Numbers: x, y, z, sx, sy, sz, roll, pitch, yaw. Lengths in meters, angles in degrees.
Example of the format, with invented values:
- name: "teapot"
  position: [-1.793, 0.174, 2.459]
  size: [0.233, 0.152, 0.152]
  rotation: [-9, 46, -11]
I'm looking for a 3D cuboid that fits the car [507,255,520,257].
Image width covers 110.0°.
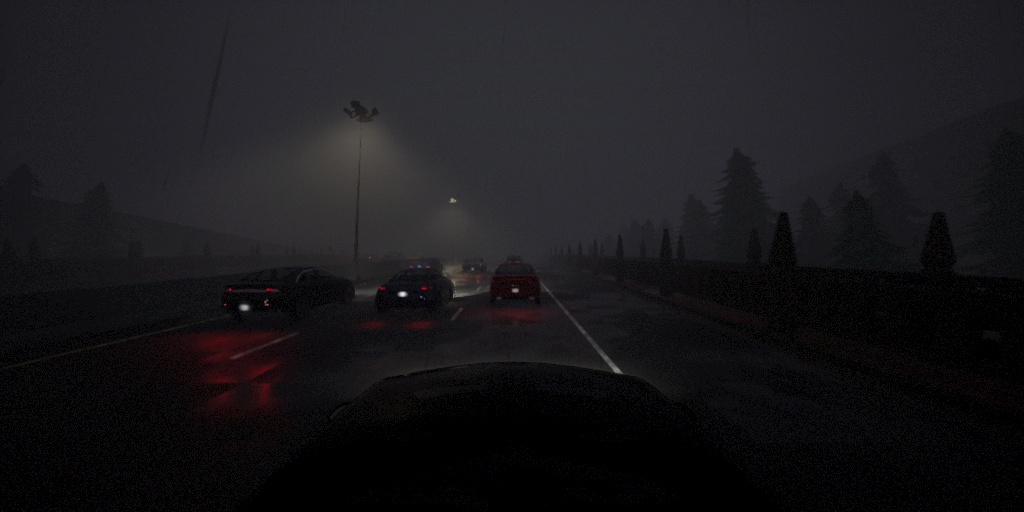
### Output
- name: "car"
  position: [0.151, 0.654, 34.975]
  size: [1.837, 1.490, 4.892]
  rotation: [0, 1, 0]

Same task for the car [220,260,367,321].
- name: "car"
  position: [-6.884, 1.073, 11.658]
  size: [2.128, 1.511, 4.902]
  rotation: [0, 1, 0]

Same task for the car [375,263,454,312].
- name: "car"
  position: [-3.381, 1.115, 13.103]
  size: [1.994, 1.385, 4.181]
  rotation: [0, 1, 0]

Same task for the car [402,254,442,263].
- name: "car"
  position: [-6.858, 0.812, 29.029]
  size: [2.033, 1.411, 5.357]
  rotation: [0, 1, 0]

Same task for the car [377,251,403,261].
- name: "car"
  position: [-17.424, 0.203, 52.904]
  size: [2.150, 2.045, 5.566]
  rotation: [0, -1, 0]

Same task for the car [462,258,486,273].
- name: "car"
  position: [-3.352, 0.791, 32.921]
  size: [1.895, 1.301, 4.718]
  rotation: [0, 1, 0]

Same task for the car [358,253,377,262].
- name: "car"
  position: [-20.927, 0.347, 52.767]
  size: [2.097, 1.767, 4.553]
  rotation: [0, -1, 0]

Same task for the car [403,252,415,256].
- name: "car"
  position: [-13.929, 0.465, 52.427]
  size: [1.882, 1.535, 5.008]
  rotation: [0, -1, 0]

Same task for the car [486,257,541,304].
- name: "car"
  position: [0.121, 0.993, 14.895]
  size: [1.882, 1.535, 5.008]
  rotation: [0, 1, 0]
